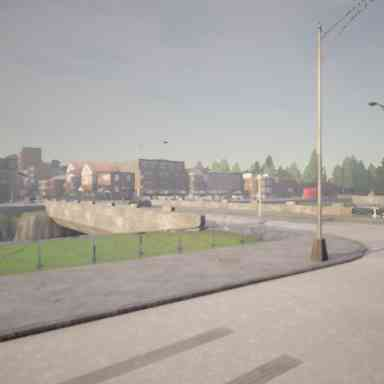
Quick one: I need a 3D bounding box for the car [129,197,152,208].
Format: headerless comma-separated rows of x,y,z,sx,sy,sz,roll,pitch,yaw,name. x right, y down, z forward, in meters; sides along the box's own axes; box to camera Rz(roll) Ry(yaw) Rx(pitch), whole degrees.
-7.517,1.516,48.647,1.812,1.442,4.674,0,0,-36,car
